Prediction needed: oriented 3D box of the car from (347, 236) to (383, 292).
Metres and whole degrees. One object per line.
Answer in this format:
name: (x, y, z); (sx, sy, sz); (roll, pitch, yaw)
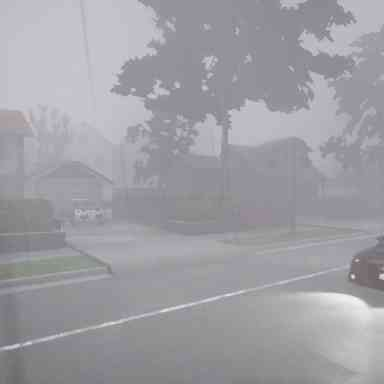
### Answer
car: (5.603, 1.563, 7.959); (4.181, 1.385, 1.994); (0, 0, -35)

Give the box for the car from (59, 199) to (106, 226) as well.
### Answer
car: (-6.583, 1.168, 19.906); (1.970, 1.475, 3.806); (0, 0, -35)
